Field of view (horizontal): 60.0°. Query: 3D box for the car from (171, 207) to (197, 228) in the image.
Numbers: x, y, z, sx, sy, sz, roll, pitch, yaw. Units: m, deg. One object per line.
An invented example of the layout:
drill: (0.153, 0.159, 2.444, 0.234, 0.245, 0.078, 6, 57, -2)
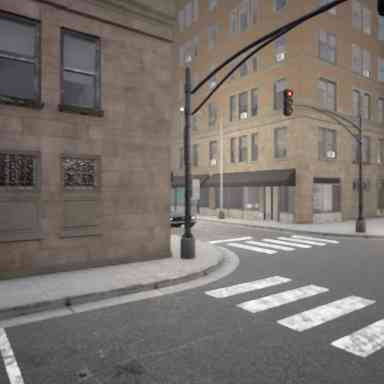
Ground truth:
car: (-1.751, 1.508, 19.839, 1.895, 1.301, 4.718, 0, 0, -36)
